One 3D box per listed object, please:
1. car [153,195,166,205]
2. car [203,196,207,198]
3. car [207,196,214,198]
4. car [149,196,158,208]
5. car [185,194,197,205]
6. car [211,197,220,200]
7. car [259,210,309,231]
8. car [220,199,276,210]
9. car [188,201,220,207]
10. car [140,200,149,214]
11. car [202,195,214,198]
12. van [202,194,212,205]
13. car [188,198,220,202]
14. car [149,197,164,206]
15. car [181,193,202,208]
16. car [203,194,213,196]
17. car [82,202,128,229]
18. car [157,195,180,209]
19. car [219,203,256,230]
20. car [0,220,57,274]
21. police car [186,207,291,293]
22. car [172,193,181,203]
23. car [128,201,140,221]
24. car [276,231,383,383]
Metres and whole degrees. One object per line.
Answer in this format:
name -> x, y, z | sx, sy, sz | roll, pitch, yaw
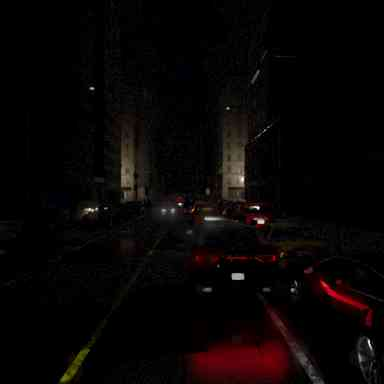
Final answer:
car -> -5.796, 1.433, 60.202 | 1.967, 1.590, 4.097 | 0, 0, 0
car -> 2.765, 1.546, 43.655 | 2.008, 1.369, 4.403 | 0, 0, 0
car -> 2.788, 1.437, 32.607 | 1.967, 1.590, 4.097 | 0, 0, 0
car -> -5.773, 1.576, 49.152 | 1.802, 1.307, 4.206 | 0, 0, 0
car -> -0.129, 1.345, 60.259 | 2.097, 1.767, 4.553 | 0, 0, 0
car -> 2.800, 1.437, 27.084 | 1.967, 1.590, 4.097 | 0, 0, 0
car -> 2.835, 1.525, 10.683 | 1.752, 1.417, 4.829 | 0, 0, 0
car -> 2.824, 1.314, 16.036 | 2.192, 1.841, 5.009 | 0, 0, 0
car -> 0.860, 1.477, 18.889 | 1.882, 1.535, 5.008 | 0, 0, 0
car -> -5.737, 1.562, 32.577 | 1.947, 1.339, 4.313 | 0, 0, 0
car -> 2.753, 1.560, 49.178 | 1.947, 1.339, 4.313 | 0, 0, 0
van -> 2.730, 1.334, 60.226 | 1.690, 1.788, 3.998 | 0, 0, 0
car -> 0.847, 1.476, 24.889 | 1.882, 1.535, 5.008 | 0, 0, 0
car -> -5.784, 1.559, 54.677 | 1.947, 1.339, 4.313 | 0, 0, 0
car -> -0.087, 1.347, 46.854 | 2.097, 1.767, 4.553 | 0, 0, 0
car -> 2.742, 1.309, 54.702 | 2.192, 1.841, 5.009 | 0, 0, 0
car -> -5.714, 1.542, 21.527 | 1.887, 1.381, 4.507 | 0, 0, 0
car -> -3.197, 1.542, 46.382 | 2.033, 1.411, 5.357 | 0, 0, 0
car -> 2.811, 1.523, 21.730 | 1.752, 1.417, 4.829 | 0, 0, 0
car -> -5.691, 1.581, 10.477 | 1.802, 1.307, 4.206 | 0, 0, 0
police car -> 0.880, 1.425, 8.999 | 1.930, 1.638, 5.238 | 0, 0, 0
car -> -3.149, 1.214, 69.435 | 2.150, 2.045, 5.566 | 0, 0, 0
car -> -5.726, 1.563, 27.052 | 1.947, 1.339, 4.313 | 0, 0, 0
car -> 2.847, 1.566, 4.990 | 1.947, 1.339, 4.313 | 0, 0, 0
